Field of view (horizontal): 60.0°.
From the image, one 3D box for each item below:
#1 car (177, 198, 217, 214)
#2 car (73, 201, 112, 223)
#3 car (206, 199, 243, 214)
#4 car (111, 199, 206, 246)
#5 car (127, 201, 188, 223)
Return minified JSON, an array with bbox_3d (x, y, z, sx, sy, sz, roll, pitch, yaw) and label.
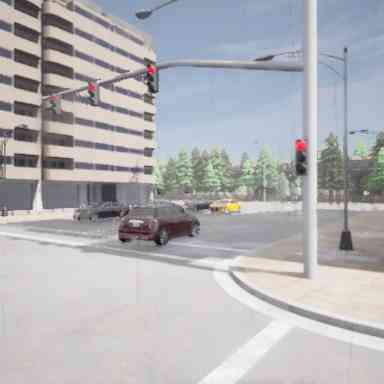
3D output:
[{"bbox_3d":[0.615,1.514,37.301,2.128,1.511,4.902,0,0,35],"label":"car"},{"bbox_3d":[-7.072,1.516,26.326,2.128,1.511,4.902,0,0,35],"label":"car"},{"bbox_3d":[3.684,1.497,35.583,1.882,1.535,5.008,0,0,35],"label":"car"},{"bbox_3d":[-1.366,1.364,15.640,2.097,1.767,4.553,0,0,26],"label":"car"},{"bbox_3d":[-2.629,1.512,26.573,2.128,1.511,4.902,0,0,35],"label":"car"}]
